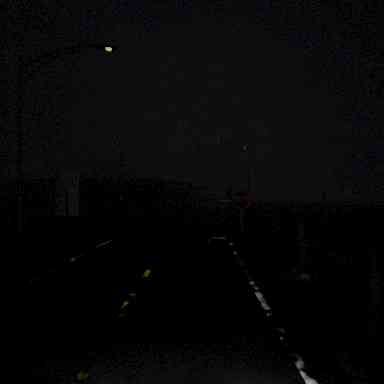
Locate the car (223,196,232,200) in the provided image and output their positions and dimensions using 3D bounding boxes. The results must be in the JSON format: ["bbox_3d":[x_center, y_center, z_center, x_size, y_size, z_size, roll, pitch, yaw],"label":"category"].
[{"bbox_3d":[10.031,1.733,94.691,1.895,1.301,4.718,0,0,15],"label":"car"}]
